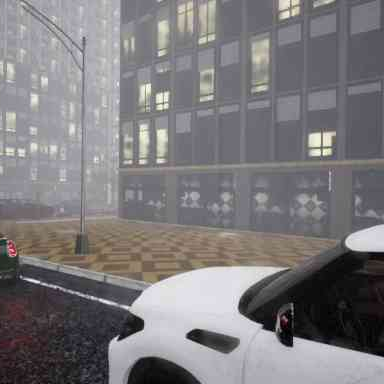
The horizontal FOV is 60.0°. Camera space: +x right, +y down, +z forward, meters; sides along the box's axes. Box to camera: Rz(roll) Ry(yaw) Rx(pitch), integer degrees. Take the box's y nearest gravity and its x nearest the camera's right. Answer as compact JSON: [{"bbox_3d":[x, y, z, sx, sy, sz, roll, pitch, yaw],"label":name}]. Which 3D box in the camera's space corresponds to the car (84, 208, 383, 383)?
[{"bbox_3d":[1.864,1.222,2.352,5.566,2.045,2.150,0,0,36],"label":"car"}]

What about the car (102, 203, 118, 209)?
[{"bbox_3d":[-8.386,1.830,39.428,1.752,1.417,4.829,1,0,36],"label":"car"}]

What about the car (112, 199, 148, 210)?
[{"bbox_3d":[-8.965,1.763,48.382,2.128,1.511,4.902,1,0,36],"label":"car"}]

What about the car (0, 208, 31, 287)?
[{"bbox_3d":[-6.211,1.348,8.090,4.553,1.767,2.097,0,0,35],"label":"car"}]

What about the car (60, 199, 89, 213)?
[{"bbox_3d":[-14.899,1.689,40.329,1.837,1.490,4.892,1,0,37],"label":"car"}]

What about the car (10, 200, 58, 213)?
[{"bbox_3d":[-18.681,1.642,39.576,1.752,1.417,4.829,1,0,36],"label":"car"}]

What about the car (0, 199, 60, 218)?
[{"bbox_3d":[-15.170,1.519,30.206,2.192,1.841,5.009,1,0,36],"label":"car"}]
